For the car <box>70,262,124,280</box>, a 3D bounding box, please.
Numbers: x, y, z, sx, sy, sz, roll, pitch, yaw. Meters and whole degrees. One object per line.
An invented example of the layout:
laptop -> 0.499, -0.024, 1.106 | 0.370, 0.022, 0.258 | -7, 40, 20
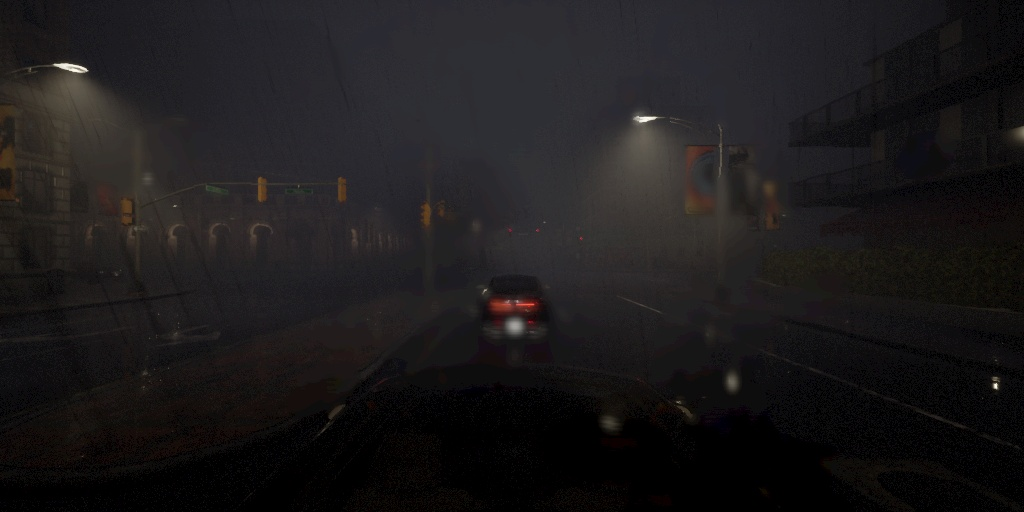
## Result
car -> -33.895, 1.241, 28.511 | 4.902, 1.511, 2.128 | 0, 0, 0

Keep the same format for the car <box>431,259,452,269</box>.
car -> -11.531, 1.276, 58.528 | 1.812, 1.442, 4.674 | 0, 0, 0

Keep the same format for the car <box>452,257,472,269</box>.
car -> -8.040, 1.276, 58.302 | 1.812, 1.442, 4.674 | 0, 0, 0

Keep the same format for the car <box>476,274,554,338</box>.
car -> 0.079, 1.255, 10.104 | 1.837, 1.490, 4.892 | 0, 0, 0
